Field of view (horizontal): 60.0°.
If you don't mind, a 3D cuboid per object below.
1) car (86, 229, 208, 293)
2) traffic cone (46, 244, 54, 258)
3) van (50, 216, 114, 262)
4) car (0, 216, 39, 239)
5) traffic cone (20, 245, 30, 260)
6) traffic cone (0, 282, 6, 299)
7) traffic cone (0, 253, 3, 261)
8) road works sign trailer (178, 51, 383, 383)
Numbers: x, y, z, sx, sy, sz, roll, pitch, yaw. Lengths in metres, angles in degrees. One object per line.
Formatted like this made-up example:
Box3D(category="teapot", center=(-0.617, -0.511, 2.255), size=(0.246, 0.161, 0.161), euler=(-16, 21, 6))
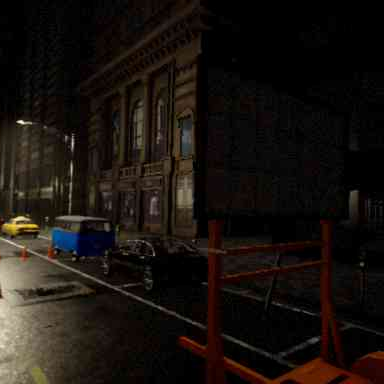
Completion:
Box3D(category="car", center=(-1.324, 2.054, 10.295), size=(2.008, 1.369, 4.403), euler=(4, -4, -39))
Box3D(category="traffic cone", center=(-6.183, 2.553, 14.528), size=(0.340, 0.580, 0.340), euler=(4, -4, -39))
Box3D(category="van", center=(-4.892, 1.975, 14.640), size=(1.690, 1.788, 3.998), euler=(4, -4, -39))
Box3D(category="car", center=(-12.151, 2.424, 23.430), size=(1.752, 1.417, 4.829), euler=(4, -4, -39))
Box3D(category="traffic cone", center=(-6.955, 2.502, 13.894), size=(0.340, 0.580, 0.340), euler=(4, -4, -39))
Box3D(category="traffic cone", center=(-4.681, 2.260, 7.996), size=(0.340, 0.580, 0.340), euler=(4, -4, -39))
Box3D(category="traffic cone", center=(-7.726, 2.451, 13.259), size=(0.340, 0.580, 0.340), euler=(4, -4, -39))
Box3D(category="road works sign trailer", center=(0.791, 0.675, 3.480), size=(2.380, 3.560, 2.880), euler=(4, -4, -39))
